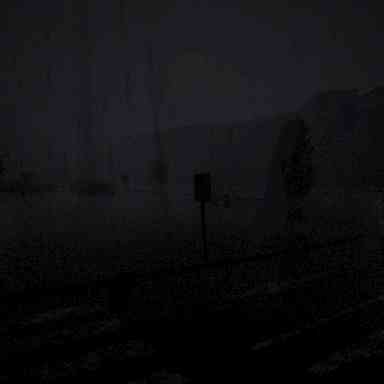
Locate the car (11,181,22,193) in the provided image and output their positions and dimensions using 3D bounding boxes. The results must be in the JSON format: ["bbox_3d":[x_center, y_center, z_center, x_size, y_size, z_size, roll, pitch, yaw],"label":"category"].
[{"bbox_3d":[-24.395,-0.695,50.888,2.231,1.521,4.892,1,6,17],"label":"car"}]

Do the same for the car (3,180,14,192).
[{"bbox_3d":[-26.792,-0.791,52.618,2.002,1.452,4.674,1,6,16],"label":"car"}]

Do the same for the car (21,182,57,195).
[{"bbox_3d":[-22.034,-0.524,49.098,2.163,1.488,4.792,1,6,17],"label":"car"}]

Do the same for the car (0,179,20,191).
[{"bbox_3d":[-31.624,-1.214,55.972,2.185,1.767,4.553,0,6,15],"label":"car"}]

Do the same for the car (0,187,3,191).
[{"bbox_3d":[-29.189,-0.964,54.330,2.097,1.535,5.008,1,6,16],"label":"car"}]
